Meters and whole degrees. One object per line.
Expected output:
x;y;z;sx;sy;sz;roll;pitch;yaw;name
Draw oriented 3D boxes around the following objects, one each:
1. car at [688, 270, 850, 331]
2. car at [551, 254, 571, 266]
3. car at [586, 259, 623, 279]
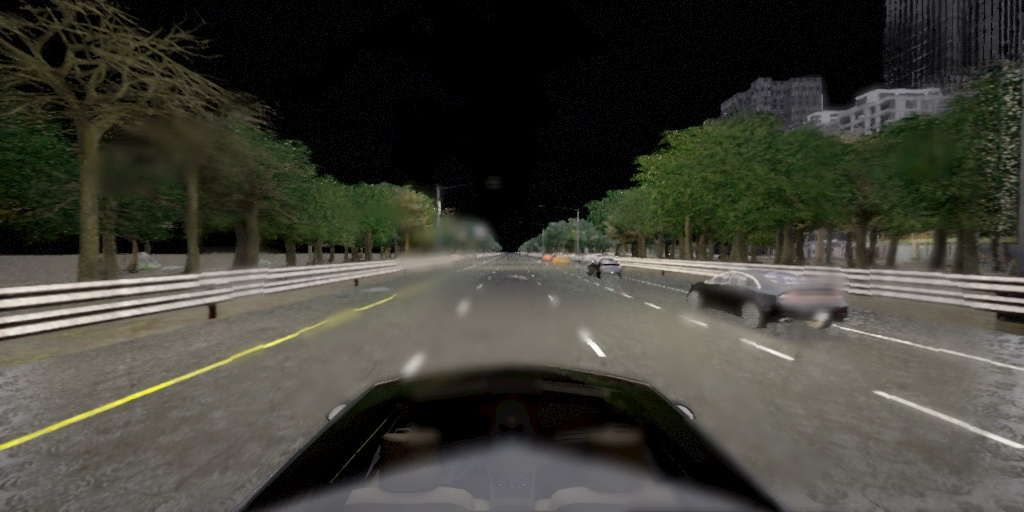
7.003;1.137;10.511;2.128;1.511;4.902;0;1;0;car
7.018;0.640;50.483;1.882;1.535;5.008;0;1;0;car
7.009;0.932;27.507;2.128;1.511;4.902;0;1;0;car
